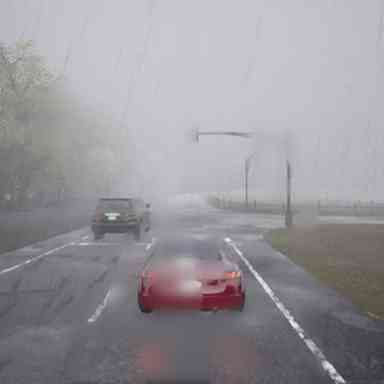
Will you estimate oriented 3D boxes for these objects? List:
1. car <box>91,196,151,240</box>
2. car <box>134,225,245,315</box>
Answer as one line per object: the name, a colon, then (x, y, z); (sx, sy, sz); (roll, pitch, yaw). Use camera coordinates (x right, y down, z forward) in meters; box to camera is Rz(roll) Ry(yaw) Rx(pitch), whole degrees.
car: (-3.451, 1.210, 17.109); (2.150, 2.045, 5.566); (0, 0, 0)
car: (-0.007, 1.558, 7.640); (1.994, 1.385, 4.181); (0, 0, 0)
